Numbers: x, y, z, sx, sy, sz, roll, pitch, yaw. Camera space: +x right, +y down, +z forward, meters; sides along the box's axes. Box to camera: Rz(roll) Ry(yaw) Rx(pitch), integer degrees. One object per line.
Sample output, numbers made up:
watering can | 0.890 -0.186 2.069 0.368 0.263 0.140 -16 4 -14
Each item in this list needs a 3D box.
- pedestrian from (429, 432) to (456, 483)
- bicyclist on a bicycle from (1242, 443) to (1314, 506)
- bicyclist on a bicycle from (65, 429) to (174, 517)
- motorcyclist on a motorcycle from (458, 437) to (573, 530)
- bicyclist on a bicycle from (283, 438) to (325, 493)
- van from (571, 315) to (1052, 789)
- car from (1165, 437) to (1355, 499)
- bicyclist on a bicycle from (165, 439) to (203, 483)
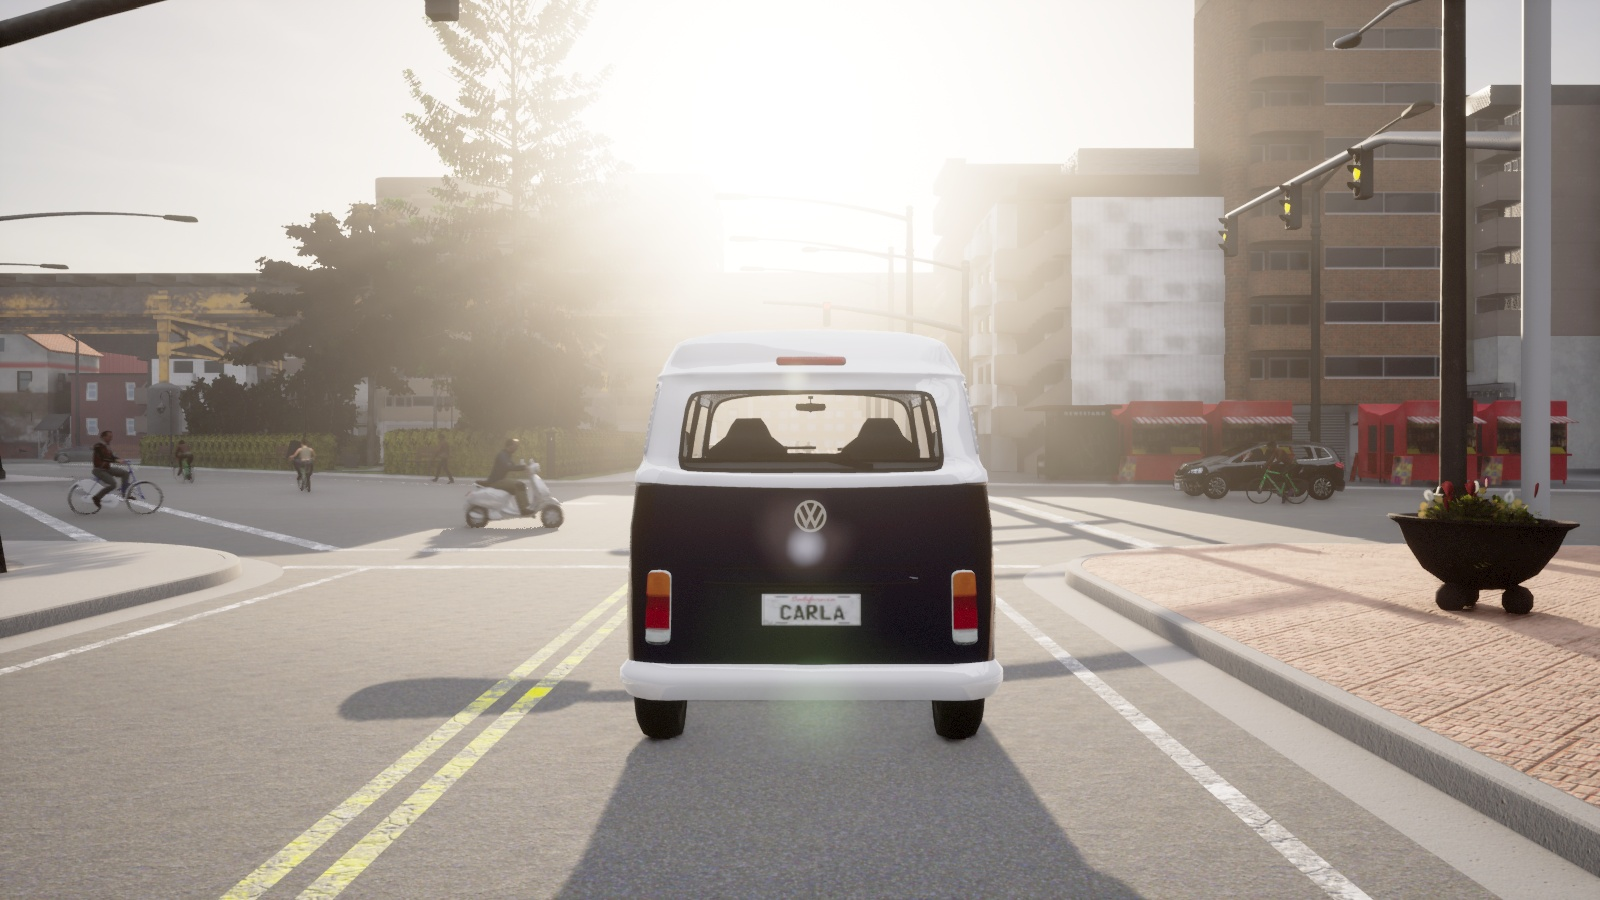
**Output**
pedestrian | -12.778 0.277 44.867 0.869 1.805 0.328 0 0 12
bicyclist on a bicycle | 12.392 0.626 32.583 1.656 1.620 0.582 0 0 0
bicyclist on a bicycle | -13.939 0.457 25.751 1.843 1.776 0.659 0 0 -6
motorcyclist on a motorcycle | -4.974 0.581 22.059 1.817 1.590 0.866 0 0 0
bicyclist on a bicycle | -15.051 0.445 38.059 0.866 1.612 1.509 -1 1 -34
van | 0.066 0.427 7.651 2.069 2.038 4.480 0 0 0
car | 13.121 0.503 36.080 4.611 1.667 2.242 1 0 0
bicyclist on a bicycle | -23.203 0.413 47.262 1.656 1.620 0.582 0 3 40
